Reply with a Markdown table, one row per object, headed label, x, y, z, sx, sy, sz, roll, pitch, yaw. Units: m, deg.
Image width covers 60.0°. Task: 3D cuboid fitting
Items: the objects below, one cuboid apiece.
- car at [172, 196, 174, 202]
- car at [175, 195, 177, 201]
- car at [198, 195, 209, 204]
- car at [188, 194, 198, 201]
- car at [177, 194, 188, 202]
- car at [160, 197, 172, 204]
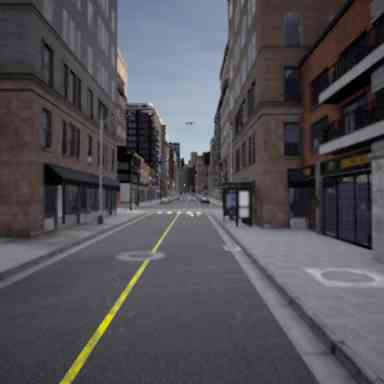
| label | x | y | z | sx | sy | sz | roll | pitch | yaw |
| --- | --- | --- | --- | --- | --- | --- | --- | --- | --- |
| car | -5.779 | 1.916 | 75.541 | 1.947 | 1.339 | 4.313 | 1 | 0 | 0 |
| car | -5.753 | 1.960 | 86.713 | 2.008 | 1.369 | 4.403 | 1 | 0 | 0 |
| car | 2.753 | 1.865 | 69.939 | 1.887 | 1.381 | 4.507 | 1 | 0 | 0 |
| car | 0.130 | 2.021 | 95.067 | 1.895 | 1.301 | 4.718 | 0 | 0 | 0 |
| car | -2.873 | 1.972 | 94.026 | 2.128 | 1.511 | 4.902 | 0 | 0 | 0 |
| car | -5.792 | 1.902 | 69.955 | 1.802 | 1.307 | 4.206 | 1 | 0 | 0 |
